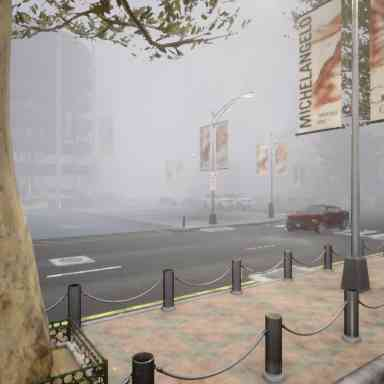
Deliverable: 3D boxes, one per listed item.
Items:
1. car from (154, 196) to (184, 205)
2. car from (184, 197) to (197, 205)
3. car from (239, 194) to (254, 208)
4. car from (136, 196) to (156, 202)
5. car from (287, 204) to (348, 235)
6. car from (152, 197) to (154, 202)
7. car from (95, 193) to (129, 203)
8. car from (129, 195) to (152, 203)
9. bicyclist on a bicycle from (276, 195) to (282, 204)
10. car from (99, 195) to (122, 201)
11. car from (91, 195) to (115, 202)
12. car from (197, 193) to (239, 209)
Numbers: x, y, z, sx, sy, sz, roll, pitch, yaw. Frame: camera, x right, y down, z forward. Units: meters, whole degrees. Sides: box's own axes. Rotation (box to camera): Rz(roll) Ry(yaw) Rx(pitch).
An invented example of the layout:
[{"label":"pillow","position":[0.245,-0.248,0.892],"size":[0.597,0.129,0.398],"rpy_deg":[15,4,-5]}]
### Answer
[{"label":"car","position":[-4.019,1.505,56.964],"size":[1.837,1.490,4.892],"rpy_deg":[0,0,-39]},{"label":"car","position":[-0.105,1.600,57.663],"size":[1.895,1.301,4.718],"rpy_deg":[0,0,-37]},{"label":"car","position":[6.446,1.222,48.595],"size":[2.150,2.045,5.566],"rpy_deg":[0,0,-35]},{"label":"car","position":[-10.472,1.552,76.159],"size":[4.181,1.385,1.994],"rpy_deg":[0,0,26]},{"label":"car","position":[7.344,1.477,19.267],"size":[1.882,1.535,5.008],"rpy_deg":[1,1,45]},{"label":"car","position":[-11.219,1.355,72.603],"size":[4.553,1.767,2.097],"rpy_deg":[0,0,26]},{"label":"car","position":[-16.190,1.212,67.292],"size":[5.566,2.045,2.150],"rpy_deg":[0,0,26]},{"label":"car","position":[-11.203,1.596,68.532],"size":[4.718,1.301,1.895],"rpy_deg":[0,0,33]},{"label":"bicyclist on a bicycle","position":[15.756,1.300,60.497],"size":[1.656,1.620,0.582],"rpy_deg":[0,0,-36]},{"label":"car","position":[-19.495,1.418,79.685],"size":[5.008,1.535,1.882],"rpy_deg":[0,0,12]},{"label":"car","position":[-20.459,1.450,76.320],"size":[4.892,1.490,1.837],"rpy_deg":[0,0,12]},{"label":"car","position":[3.590,1.222,46.571],"size":[2.150,2.045,5.566],"rpy_deg":[0,0,-35]}]
